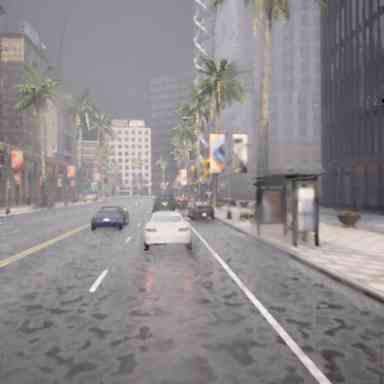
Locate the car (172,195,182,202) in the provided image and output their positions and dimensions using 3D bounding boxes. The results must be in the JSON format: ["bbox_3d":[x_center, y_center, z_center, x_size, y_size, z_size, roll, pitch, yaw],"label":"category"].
[{"bbox_3d":[-3.540,1.541,79.133,2.161,1.482,4.786,0,0,-5],"label":"car"}]

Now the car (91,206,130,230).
[{"bbox_3d":[-5.215,1.606,21.584,1.994,1.385,4.181,0,0,-5],"label":"car"}]

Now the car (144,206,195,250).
[{"bbox_3d":[-1.069,1.534,14.312,1.812,1.442,4.674,0,0,-5],"label":"car"}]

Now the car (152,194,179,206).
[{"bbox_3d":[-2.737,1.243,33.196,2.150,2.045,5.566,0,0,-5],"label":"car"}]

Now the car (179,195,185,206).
[{"bbox_3d":[-1.888,1.369,57.264,2.185,1.767,4.553,0,0,-5],"label":"car"}]

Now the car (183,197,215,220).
[{"bbox_3d":[0.728,1.475,28.005,2.231,1.521,4.892,0,0,-5],"label":"car"}]
